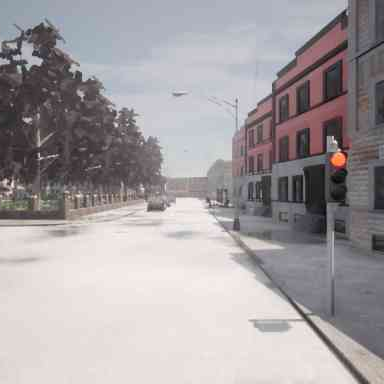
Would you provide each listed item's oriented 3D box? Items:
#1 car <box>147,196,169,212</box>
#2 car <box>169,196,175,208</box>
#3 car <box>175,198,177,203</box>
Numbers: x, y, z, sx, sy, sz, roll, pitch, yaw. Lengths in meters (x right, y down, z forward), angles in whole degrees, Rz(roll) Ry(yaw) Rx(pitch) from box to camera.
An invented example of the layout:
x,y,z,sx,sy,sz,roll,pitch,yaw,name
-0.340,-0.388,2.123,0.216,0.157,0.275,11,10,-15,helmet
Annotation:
x,y,z,sx,sy,sz,roll,pitch,yaw,name
-4.106,1.478,39.382,1.882,1.535,5.008,0,0,0,car
-4.107,1.547,49.585,2.033,1.411,5.357,0,0,0,car
-4.039,1.506,64.141,1.837,1.490,4.892,0,-1,0,car
